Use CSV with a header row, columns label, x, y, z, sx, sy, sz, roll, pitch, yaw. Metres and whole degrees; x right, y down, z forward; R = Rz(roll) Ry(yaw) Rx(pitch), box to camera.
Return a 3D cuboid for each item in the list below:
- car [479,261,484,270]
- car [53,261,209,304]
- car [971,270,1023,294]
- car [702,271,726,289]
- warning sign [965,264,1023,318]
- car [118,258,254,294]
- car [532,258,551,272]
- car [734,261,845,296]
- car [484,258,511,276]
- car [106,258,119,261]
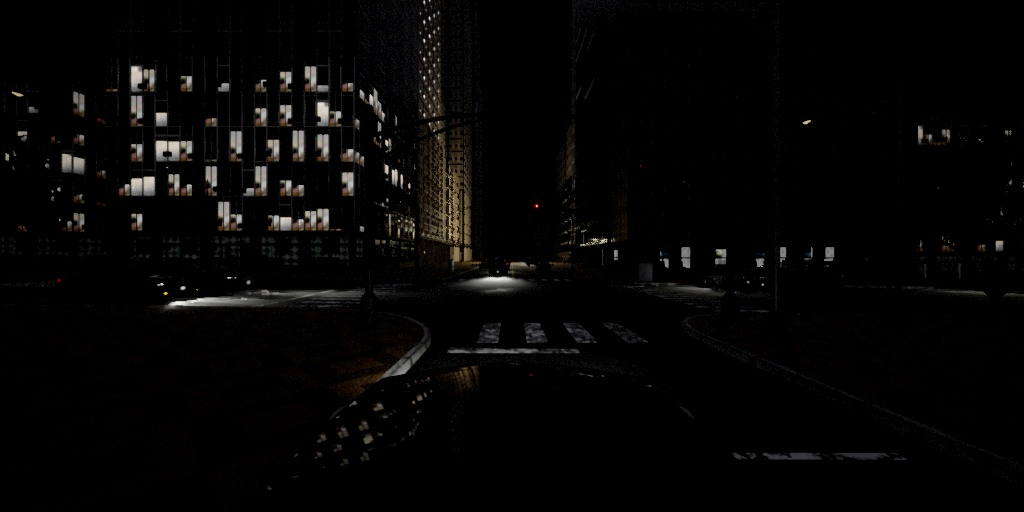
label,x,y,z,sx,sy,sz,roll,pitch,yaw
car,-3.852,1.343,52.222,1.802,1.307,4.207,0,0,0
car,-15.114,1.060,14.214,4.181,1.385,1.994,1,0,-2
car,36.982,1.788,26.397,4.553,1.767,2.097,1,0,-2
car,16.047,1.587,25.510,4.674,1.442,1.812,1,0,-2
warning sign,17.313,1.204,12.853,1.060,1.860,1.300,0,0,-2
car,-15.360,0.983,17.456,4.902,1.511,2.128,1,0,-2
car,4.082,1.329,46.701,1.948,1.339,4.313,0,0,0
car,17.386,1.308,22.315,5.566,2.045,2.150,1,0,-2
car,-1.372,1.259,37.140,2.128,1.511,4.902,0,0,0
car,-22.264,0.841,20.628,5.008,1.535,1.882,1,0,-3
